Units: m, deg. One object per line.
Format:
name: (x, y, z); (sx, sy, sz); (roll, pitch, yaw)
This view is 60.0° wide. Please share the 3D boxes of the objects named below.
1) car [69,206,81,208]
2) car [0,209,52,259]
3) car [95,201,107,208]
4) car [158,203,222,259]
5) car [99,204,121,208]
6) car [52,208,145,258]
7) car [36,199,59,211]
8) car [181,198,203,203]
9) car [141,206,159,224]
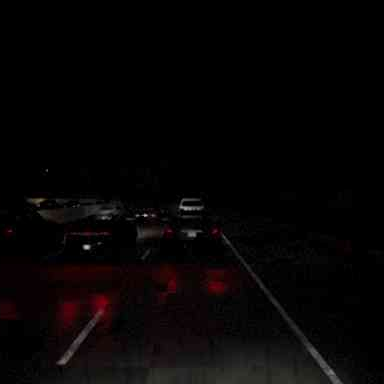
car: (-18.637, 2.069, 52.268); (1.837, 1.490, 4.892); (0, 0, -7)
car: (-6.981, 1.498, 13.404); (2.097, 1.767, 4.553); (0, -1, 0)
car: (-16.637, 2.259, 60.737); (1.895, 1.301, 4.718); (0, -1, -12)
car: (0.020, 1.498, 13.407); (2.097, 1.767, 4.553); (0, -1, 0)
car: (-6.981, 1.839, 28.882); (1.812, 1.442, 4.674); (0, 0, 1)
car: (-3.481, 1.640, 13.485); (2.128, 1.511, 4.902); (0, 0, 1)
car: (-22.034, 1.906, 51.054); (2.097, 1.767, 4.553); (0, -1, -8)
car: (0.001, 1.524, 27.534); (2.150, 2.045, 5.566); (0, 0, 0)
car: (-3.499, 1.847, 27.492); (2.033, 1.411, 5.357); (0, -1, 0)
